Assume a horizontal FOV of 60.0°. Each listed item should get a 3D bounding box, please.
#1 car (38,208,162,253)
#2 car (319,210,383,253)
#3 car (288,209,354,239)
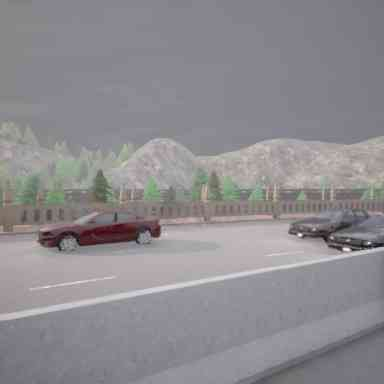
[{"bbox_3d":[-3.701,1.478,13.885,5.008,1.535,1.882,0,0,-32],"label":"car"},{"bbox_3d":[7.544,1.547,12.405,5.357,1.411,2.033,0,0,-28],"label":"car"},{"bbox_3d":[7.248,1.547,16.187,5.357,1.411,2.033,0,0,-27],"label":"car"}]
